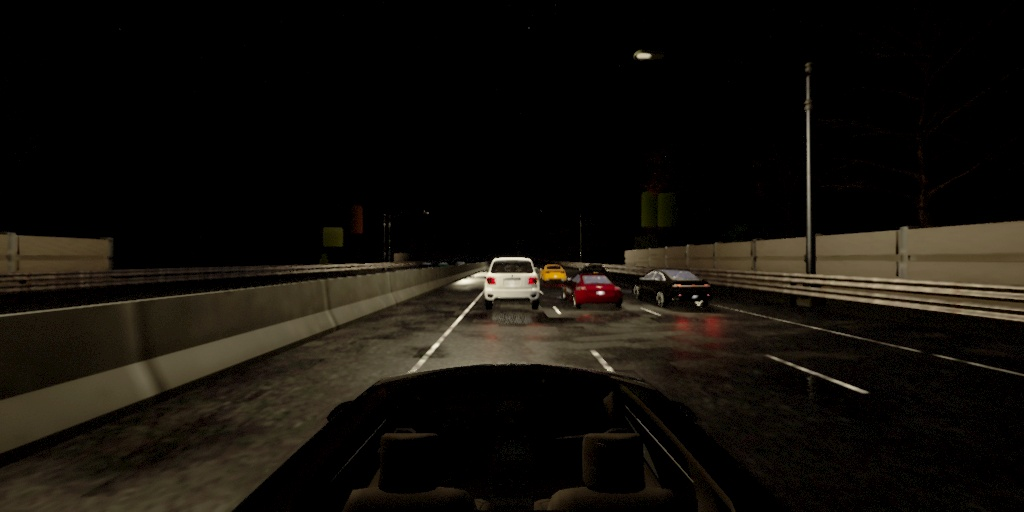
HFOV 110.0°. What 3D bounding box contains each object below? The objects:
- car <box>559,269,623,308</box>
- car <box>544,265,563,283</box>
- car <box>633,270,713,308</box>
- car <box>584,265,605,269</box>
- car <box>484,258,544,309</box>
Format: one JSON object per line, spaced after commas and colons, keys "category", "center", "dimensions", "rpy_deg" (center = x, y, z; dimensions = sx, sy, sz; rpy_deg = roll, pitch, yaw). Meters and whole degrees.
{"category": "car", "center": [3.510, 1.449, 16.174], "dimensions": [1.994, 1.385, 4.181], "rpy_deg": [0, 0, 0]}
{"category": "car", "center": [3.513, 1.504, 31.323], "dimensions": [1.882, 1.535, 5.008], "rpy_deg": [0, 0, 0]}
{"category": "car", "center": [7.008, 1.377, 16.146], "dimensions": [2.128, 1.511, 4.902], "rpy_deg": [0, 0, 0]}
{"category": "car", "center": [7.010, 1.532, 31.145], "dimensions": [1.837, 1.490, 4.892], "rpy_deg": [0, 0, 0]}
{"category": "car", "center": [0.004, 1.099, 15.855], "dimensions": [2.150, 2.045, 5.566], "rpy_deg": [0, 0, 0]}
